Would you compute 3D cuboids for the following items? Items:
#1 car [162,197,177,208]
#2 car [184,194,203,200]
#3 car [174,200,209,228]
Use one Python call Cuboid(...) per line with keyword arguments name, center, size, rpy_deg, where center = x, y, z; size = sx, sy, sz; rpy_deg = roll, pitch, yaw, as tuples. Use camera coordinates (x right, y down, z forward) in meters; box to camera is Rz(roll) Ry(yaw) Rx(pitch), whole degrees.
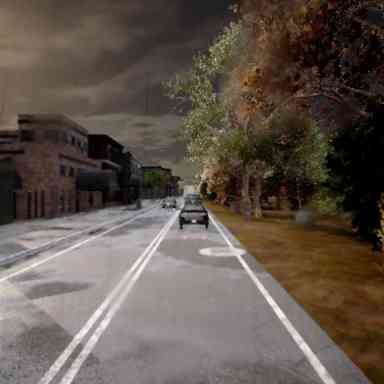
Cuboid(name="car", center=(-3.193, 1.542, 47.459), size=(2.128, 1.511, 4.902), rpy_deg=(0, 0, 0))
Cuboid(name="car", center=(0.148, 1.258, 42.151), size=(2.150, 2.045, 5.566), rpy_deg=(0, 0, 0))
Cuboid(name="car", center=(0.124, 1.516, 22.209), size=(2.128, 1.511, 4.902), rpy_deg=(0, 0, 0))
